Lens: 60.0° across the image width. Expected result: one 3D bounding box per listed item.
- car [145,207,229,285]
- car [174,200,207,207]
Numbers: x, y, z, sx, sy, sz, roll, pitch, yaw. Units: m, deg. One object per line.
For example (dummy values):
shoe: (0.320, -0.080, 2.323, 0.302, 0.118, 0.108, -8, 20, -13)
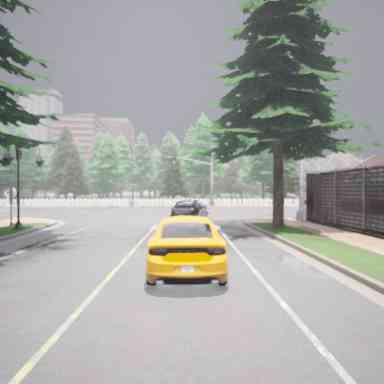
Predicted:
car: (-0.173, 1.404, 9.284, 1.882, 1.535, 5.008, 0, 1, -2)
car: (-0.058, 1.320, 24.071, 2.128, 1.511, 4.902, 0, 0, 14)
